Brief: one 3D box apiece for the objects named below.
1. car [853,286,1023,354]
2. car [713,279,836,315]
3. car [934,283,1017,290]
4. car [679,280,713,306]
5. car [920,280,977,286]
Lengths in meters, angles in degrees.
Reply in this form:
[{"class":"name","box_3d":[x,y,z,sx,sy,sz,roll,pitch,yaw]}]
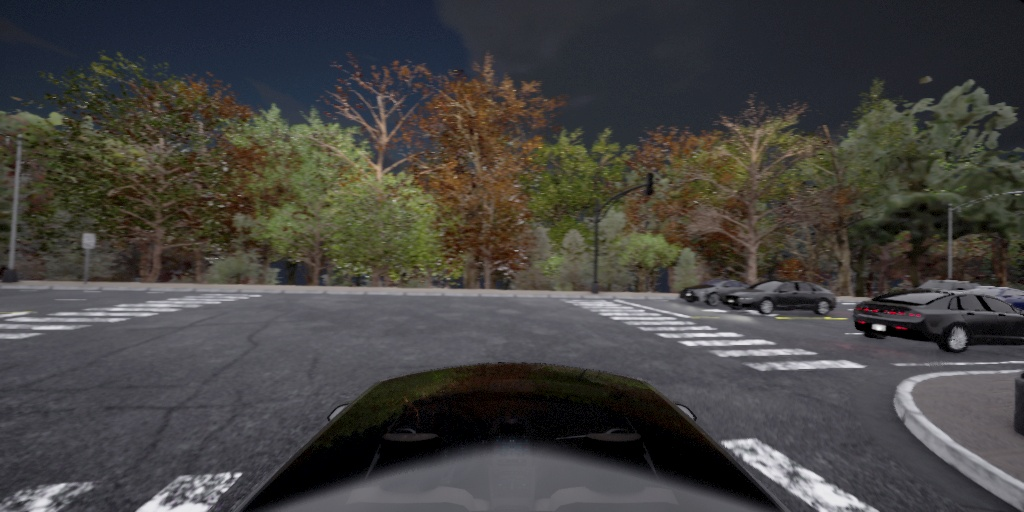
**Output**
[{"class":"car","box_3d":[11.929,1.699,9.725,4.892,1.490,1.837,2,-1,-9]},{"class":"car","box_3d":[12.211,1.854,16.460,4.892,1.490,1.837,2,-1,-9]},{"class":"car","box_3d":[24.631,2.315,18.492,4.674,1.442,1.812,2,-1,-9]},{"class":"car","box_3d":[11.447,1.966,19.625,4.181,1.385,1.994,2,-1,-10]},{"class":"car","box_3d":[26.580,2.289,22.105,4.553,1.767,2.097,2,-1,-9]}]
